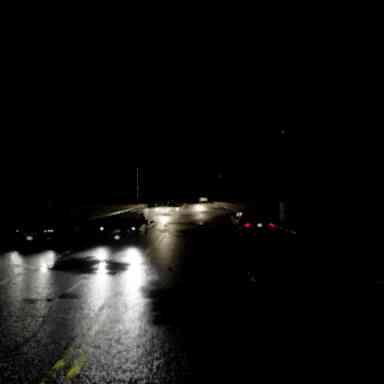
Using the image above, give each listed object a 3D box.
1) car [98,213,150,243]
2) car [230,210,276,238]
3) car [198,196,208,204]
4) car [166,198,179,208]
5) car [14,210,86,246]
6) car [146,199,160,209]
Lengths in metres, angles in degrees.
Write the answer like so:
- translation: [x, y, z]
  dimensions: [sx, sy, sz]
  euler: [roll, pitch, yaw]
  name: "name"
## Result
- translation: [-3.364, 1.759, 17.193]
  dimensions: [1.895, 1.301, 4.718]
  euler: [0, -1, 0]
  name: "car"
- translation: [3.335, 1.721, 18.914]
  dimensions: [2.033, 1.411, 5.357]
  euler: [0, -1, 0]
  name: "car"
- translation: [3.188, 2.377, 86.347]
  dimensions: [1.895, 1.301, 4.718]
  euler: [0, 0, 0]
  name: "car"
- translation: [-3.349, 1.887, 58.759]
  dimensions: [2.097, 1.767, 4.553]
  euler: [0, -1, 0]
  name: "car"
- translation: [-6.613, 1.639, 15.994]
  dimensions: [2.128, 1.511, 4.902]
  euler: [0, -1, 0]
  name: "car"
- translation: [-6.600, 2.020, 56.446]
  dimensions: [1.837, 1.490, 4.892]
  euler: [0, -1, 0]
  name: "car"
